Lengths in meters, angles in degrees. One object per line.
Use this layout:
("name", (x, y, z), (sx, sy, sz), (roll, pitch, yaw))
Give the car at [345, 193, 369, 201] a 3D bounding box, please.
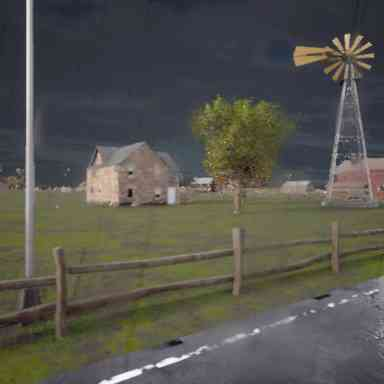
("car", (35.321, 0.972, 71.340), (2.097, 1.767, 4.553), (1, 0, -35))
